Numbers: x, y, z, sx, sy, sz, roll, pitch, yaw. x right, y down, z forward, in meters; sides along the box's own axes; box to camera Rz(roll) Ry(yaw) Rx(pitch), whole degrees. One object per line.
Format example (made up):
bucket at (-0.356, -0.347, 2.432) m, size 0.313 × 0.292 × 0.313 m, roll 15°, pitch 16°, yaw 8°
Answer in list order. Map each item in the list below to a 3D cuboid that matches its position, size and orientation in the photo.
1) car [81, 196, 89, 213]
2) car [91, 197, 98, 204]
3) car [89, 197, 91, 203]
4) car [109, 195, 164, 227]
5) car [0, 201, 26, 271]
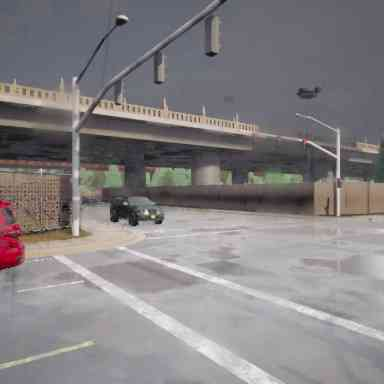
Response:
car at (-13.832, 1.548, 37.670) m, size 2.128 × 1.511 × 4.902 m, roll 0°, pitch 0°, yaw -36°
car at (-19.747, 1.619, 64.291) m, size 1.994 × 1.385 × 4.181 m, roll 0°, pitch 0°, yaw -36°
car at (-19.971, 1.408, 58.595) m, size 2.097 × 1.767 × 4.553 m, roll 0°, pitch 0°, yaw -36°
car at (-4.150, 1.276, 24.143) m, size 2.150 × 2.045 × 5.566 m, roll 0°, pitch 0°, yaw -35°
car at (-6.769, 1.221, 7.337) m, size 5.566 × 2.045 × 2.150 m, roll 0°, pitch 0°, yaw -32°
